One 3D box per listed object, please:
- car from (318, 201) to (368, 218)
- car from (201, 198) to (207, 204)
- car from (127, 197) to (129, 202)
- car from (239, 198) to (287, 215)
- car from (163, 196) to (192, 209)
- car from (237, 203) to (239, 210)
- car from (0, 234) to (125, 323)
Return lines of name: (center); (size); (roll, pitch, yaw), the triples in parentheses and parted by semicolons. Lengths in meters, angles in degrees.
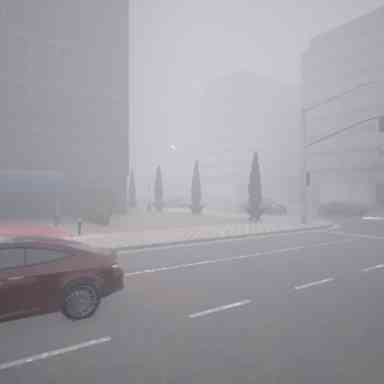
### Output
car: (13.817, 1.564, 30.659); (1.994, 1.385, 4.181); (0, 0, -38)
car: (0.921, 1.564, 61.417); (1.994, 1.385, 4.181); (0, 0, -34)
car: (-12.383, 1.603, 61.966); (2.033, 1.411, 5.357); (0, 0, -35)
car: (7.348, 1.352, 33.525); (2.097, 1.767, 4.553); (0, 0, -35)
car: (-1.702, 1.601, 46.503); (1.895, 1.301, 4.718); (0, 0, -35)
car: (7.348, 1.563, 39.652); (1.994, 1.385, 4.181); (0, 0, -35)
car: (-3.493, 1.526, 5.789); (4.674, 1.442, 1.812); (0, 0, -35)
